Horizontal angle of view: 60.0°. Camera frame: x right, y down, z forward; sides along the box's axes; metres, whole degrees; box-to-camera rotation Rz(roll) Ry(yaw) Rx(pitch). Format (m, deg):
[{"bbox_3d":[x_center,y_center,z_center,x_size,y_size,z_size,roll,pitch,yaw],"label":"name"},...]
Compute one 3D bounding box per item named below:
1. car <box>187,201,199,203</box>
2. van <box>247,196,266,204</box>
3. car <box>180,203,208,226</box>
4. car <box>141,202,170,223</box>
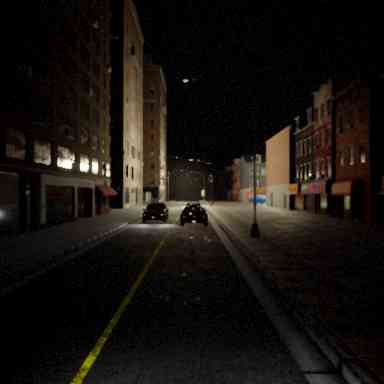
[{"bbox_3d":[0.167,1.773,42.116,1.895,1.301,4.718,0,0,0],"label":"car"},{"bbox_3d":[13.855,1.645,71.139,3.998,1.788,1.690,0,0,0],"label":"van"},{"bbox_3d":[0.139,1.690,24.267,1.895,1.301,4.718,0,0,0],"label":"car"},{"bbox_3d":[-2.805,1.604,26.370,1.837,1.490,4.892,0,0,0],"label":"car"}]
